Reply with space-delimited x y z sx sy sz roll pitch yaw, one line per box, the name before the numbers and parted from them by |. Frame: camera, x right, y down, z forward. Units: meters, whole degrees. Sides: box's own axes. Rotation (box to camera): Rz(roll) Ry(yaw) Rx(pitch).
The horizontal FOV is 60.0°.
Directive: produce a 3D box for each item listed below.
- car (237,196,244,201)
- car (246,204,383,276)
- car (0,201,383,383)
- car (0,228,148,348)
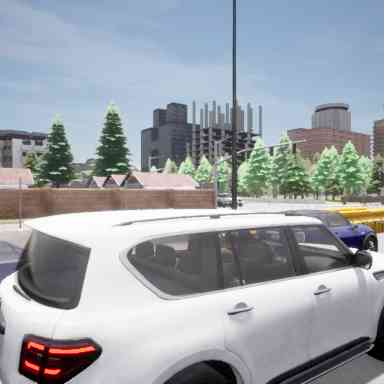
car | 5.677 1.221 51.810 2.150 2.045 5.566 0 0 -33
car | 4.189 1.352 11.023 4.553 1.767 2.097 0 0 -35
car | 0.649 1.221 4.205 5.566 2.045 2.150 0 0 -36
car | -3.591 1.547 5.486 5.357 1.411 2.033 0 0 -36
